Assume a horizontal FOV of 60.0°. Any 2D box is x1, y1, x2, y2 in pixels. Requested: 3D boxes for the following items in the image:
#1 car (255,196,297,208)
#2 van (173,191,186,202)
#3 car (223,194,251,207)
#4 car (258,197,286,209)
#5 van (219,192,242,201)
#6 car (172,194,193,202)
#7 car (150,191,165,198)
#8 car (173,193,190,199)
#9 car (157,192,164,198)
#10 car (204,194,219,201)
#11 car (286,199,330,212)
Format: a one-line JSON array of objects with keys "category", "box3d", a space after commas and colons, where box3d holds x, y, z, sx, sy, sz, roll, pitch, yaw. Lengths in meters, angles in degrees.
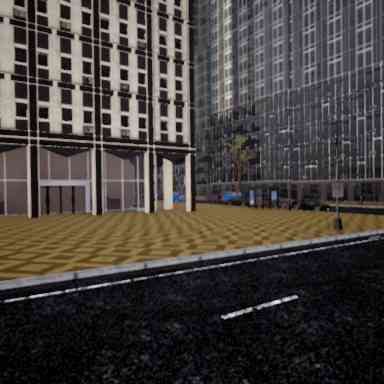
[{"category": "car", "box3d": [11.107, 1.294, 44.435, 2.033, 1.411, 5.357, -1, 1, -34]}, {"category": "van", "box3d": [-2.816, 0.937, 60.299, 1.690, 1.788, 3.998, 0, 1, -34]}, {"category": "car", "box3d": [6.732, 1.319, 46.177, 1.947, 1.339, 4.313, 0, 1, -34]}, {"category": "car", "box3d": [9.882, 1.388, 41.447, 1.802, 1.307, 4.206, 0, 1, -34]}, {"category": "van", "box3d": [7.309, 0.855, 60.314, 1.690, 1.788, 3.998, 0, 1, -34]}, {"category": "car", "box3d": [-1.865, 1.133, 63.660, 1.895, 1.301, 4.718, -1, 1, -34]}, {"category": "car", "box3d": [-8.681, 0.686, 83.808, 1.967, 1.590, 4.097, 0, 1, -34]}, {"category": "car", "box3d": [-2.285, 0.936, 74.413, 1.802, 1.307, 4.206, 0, 1, -34]}, {"category": "car", "box3d": [-5.483, 0.615, 79.108, 2.192, 1.841, 5.009, 0, 1, -34]}, {"category": "car", "box3d": [4.111, 1.043, 65.015, 1.802, 1.307, 4.206, 0, 1, -34]}, {"category": "car", "box3d": [13.066, 1.424, 36.736, 1.947, 1.339, 4.313, 0, 1, -34]}]
